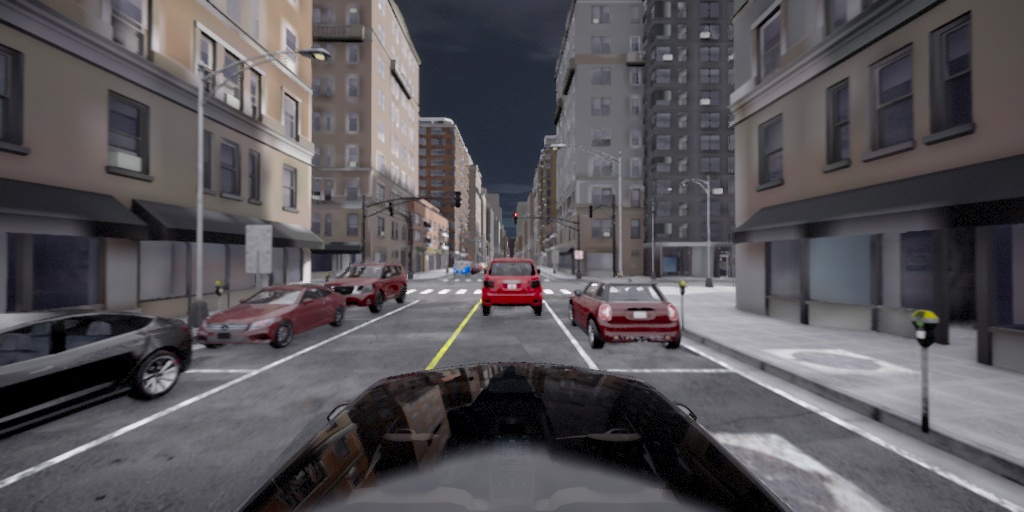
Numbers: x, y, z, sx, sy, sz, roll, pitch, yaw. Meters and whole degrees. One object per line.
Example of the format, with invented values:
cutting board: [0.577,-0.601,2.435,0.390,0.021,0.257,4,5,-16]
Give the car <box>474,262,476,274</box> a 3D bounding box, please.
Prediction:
car: [-5.853,1.530,47.445,2.192,1.841,5.009,0,0,0]

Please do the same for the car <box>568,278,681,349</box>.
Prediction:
car: [2.670,1.269,9.405,1.967,1.591,4.097,0,0,0]

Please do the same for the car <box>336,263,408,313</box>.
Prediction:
car: [-5.856,1.200,14.903,2.192,1.841,5.009,0,0,0]

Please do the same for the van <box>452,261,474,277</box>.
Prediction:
van: [-5.853,1.500,41.849,1.690,1.789,3.998,0,0,0]

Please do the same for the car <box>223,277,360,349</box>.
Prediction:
car: [-5.856,1.411,9.380,1.802,1.307,4.207,0,0,0]

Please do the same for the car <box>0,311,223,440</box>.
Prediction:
car: [-5.856,1.338,3.857,1.948,1.339,4.313,0,0,0]

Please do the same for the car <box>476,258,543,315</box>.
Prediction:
car: [0.008,1.106,14.459,2.150,2.045,5.566,0,0,0]

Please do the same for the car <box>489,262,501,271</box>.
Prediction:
car: [-3.032,1.868,64.856,1.882,1.535,5.008,0,-1,1]
